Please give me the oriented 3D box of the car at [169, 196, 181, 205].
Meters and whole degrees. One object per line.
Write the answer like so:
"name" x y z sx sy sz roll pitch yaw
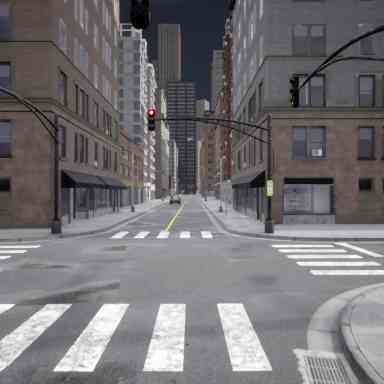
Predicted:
"car" -2.987 1.457 59.698 1.882 1.535 5.008 0 0 0
